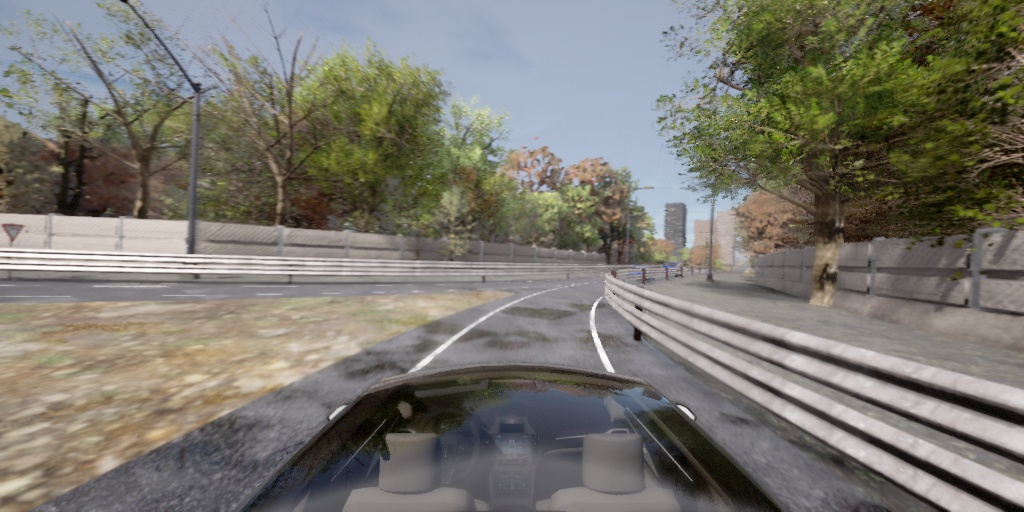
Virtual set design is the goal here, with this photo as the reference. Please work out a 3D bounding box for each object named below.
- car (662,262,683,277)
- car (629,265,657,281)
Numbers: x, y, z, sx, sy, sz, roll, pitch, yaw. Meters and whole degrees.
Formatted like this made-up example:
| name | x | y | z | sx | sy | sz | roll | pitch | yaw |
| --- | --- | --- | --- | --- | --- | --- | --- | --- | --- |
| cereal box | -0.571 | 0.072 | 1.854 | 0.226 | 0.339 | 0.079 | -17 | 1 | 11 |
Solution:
| name | x | y | z | sx | sy | sz | roll | pitch | yaw |
| --- | --- | --- | --- | --- | --- | --- | --- | --- | --- |
| car | 22.907 | 1.843 | 51.126 | 2.150 | 2.045 | 5.566 | 3 | 0 | 34 |
| car | 13.637 | 1.728 | 37.219 | 1.882 | 1.535 | 5.008 | 3 | 1 | 34 |
